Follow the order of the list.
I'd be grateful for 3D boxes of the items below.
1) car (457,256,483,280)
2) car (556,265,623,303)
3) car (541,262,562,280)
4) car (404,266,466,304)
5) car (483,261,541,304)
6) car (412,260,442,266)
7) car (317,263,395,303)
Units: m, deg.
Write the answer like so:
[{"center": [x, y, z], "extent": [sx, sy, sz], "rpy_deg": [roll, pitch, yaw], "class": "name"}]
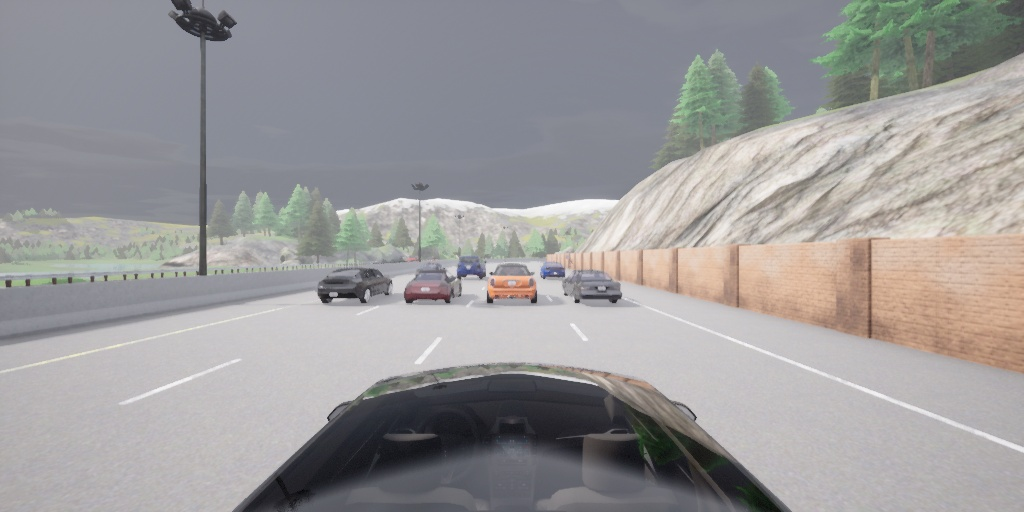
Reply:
[{"center": [-3.500, 1.005, 31.530], "extent": [2.150, 2.045, 5.566], "rpy_deg": [0, 0, 0], "class": "car"}, {"center": [3.500, 1.310, 16.500], "extent": [2.033, 1.411, 5.357], "rpy_deg": [0, 0, 0], "class": "car"}, {"center": [3.500, 1.232, 31.500], "extent": [1.882, 1.535, 5.008], "rpy_deg": [0, 0, 0], "class": "car"}, {"center": [-3.500, 1.319, 16.500], "extent": [1.994, 1.385, 4.181], "rpy_deg": [0, 0, 0], "class": "car"}, {"center": [0.000, 1.113, 16.470], "extent": [2.097, 1.767, 4.553], "rpy_deg": [0, 0, 0], "class": "car"}, {"center": [-7.000, 1.310, 31.500], "extent": [2.033, 1.411, 5.357], "rpy_deg": [0, 0, 0], "class": "car"}, {"center": [-7.000, 1.263, 16.500], "extent": [1.837, 1.490, 4.892], "rpy_deg": [0, 0, 0], "class": "car"}]
